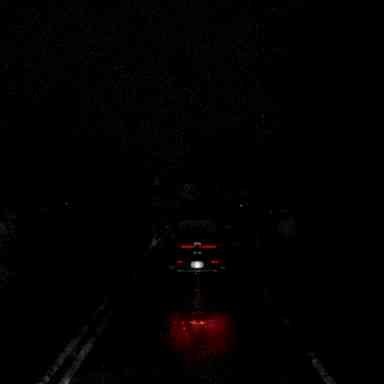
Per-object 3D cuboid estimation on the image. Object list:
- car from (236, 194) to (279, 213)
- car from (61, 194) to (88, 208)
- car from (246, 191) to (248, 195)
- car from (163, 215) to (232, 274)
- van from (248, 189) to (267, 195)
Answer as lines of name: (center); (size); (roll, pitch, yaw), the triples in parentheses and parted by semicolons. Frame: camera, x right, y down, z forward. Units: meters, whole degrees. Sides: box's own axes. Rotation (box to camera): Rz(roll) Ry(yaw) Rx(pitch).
car: (6.033, 1.171, 30.526); (4.181, 1.385, 1.994); (-1, -1, -33)
car: (-14.287, 1.061, 40.648); (2.128, 1.511, 4.902); (0, 1, 4)
car: (18.347, 0.981, 92.322); (4.792, 1.488, 2.163); (0, 1, 1)
car: (0.183, 1.468, 10.428); (1.837, 1.490, 4.892); (0, 1, 1)
van: (18.144, 0.797, 89.546); (4.442, 1.987, 1.878); (0, 1, 1)
